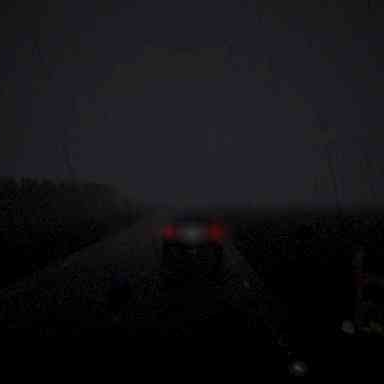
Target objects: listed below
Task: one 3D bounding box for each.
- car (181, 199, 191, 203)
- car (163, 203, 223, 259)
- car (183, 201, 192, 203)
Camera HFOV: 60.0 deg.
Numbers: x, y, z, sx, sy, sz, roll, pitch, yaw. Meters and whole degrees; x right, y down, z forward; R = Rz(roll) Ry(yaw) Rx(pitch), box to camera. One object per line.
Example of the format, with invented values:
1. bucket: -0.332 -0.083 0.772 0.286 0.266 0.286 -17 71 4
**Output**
1. car: -1.010 2.178 65.422 2.128 1.511 4.902 0 -1 4
2. car: 0.053 1.492 13.418 2.097 1.767 4.553 0 -1 1
3. car: 0.289 1.827 28.851 1.812 1.442 4.674 0 0 2
